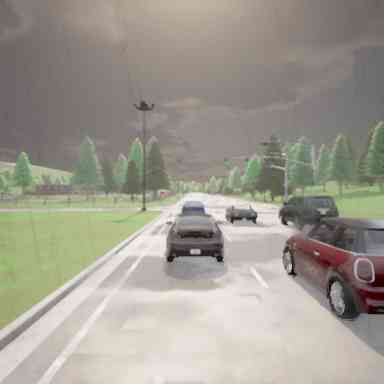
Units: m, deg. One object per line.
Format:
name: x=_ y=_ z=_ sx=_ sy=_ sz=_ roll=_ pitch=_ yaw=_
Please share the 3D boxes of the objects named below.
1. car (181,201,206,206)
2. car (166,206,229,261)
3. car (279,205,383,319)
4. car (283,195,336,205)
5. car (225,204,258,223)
car: x=0.099 y=1.455 z=27.268 sx=1.882 sy=1.535 sz=5.008 roll=0 pitch=0 yaw=0
car: x=0.099 y=1.495 z=12.152 sx=1.837 sy=1.490 sz=4.892 roll=0 pitch=0 yaw=0
car: x=3.600 y=1.345 z=7.490 sx=2.097 sy=1.767 sz=4.553 roll=0 pitch=0 yaw=0
car: x=7.100 y=1.204 z=20.656 sx=2.150 sy=2.045 sz=5.566 roll=0 pitch=0 yaw=0
car: x=3.599 y=1.580 z=25.020 sx=1.895 sy=1.301 sz=4.718 roll=0 pitch=0 yaw=0
